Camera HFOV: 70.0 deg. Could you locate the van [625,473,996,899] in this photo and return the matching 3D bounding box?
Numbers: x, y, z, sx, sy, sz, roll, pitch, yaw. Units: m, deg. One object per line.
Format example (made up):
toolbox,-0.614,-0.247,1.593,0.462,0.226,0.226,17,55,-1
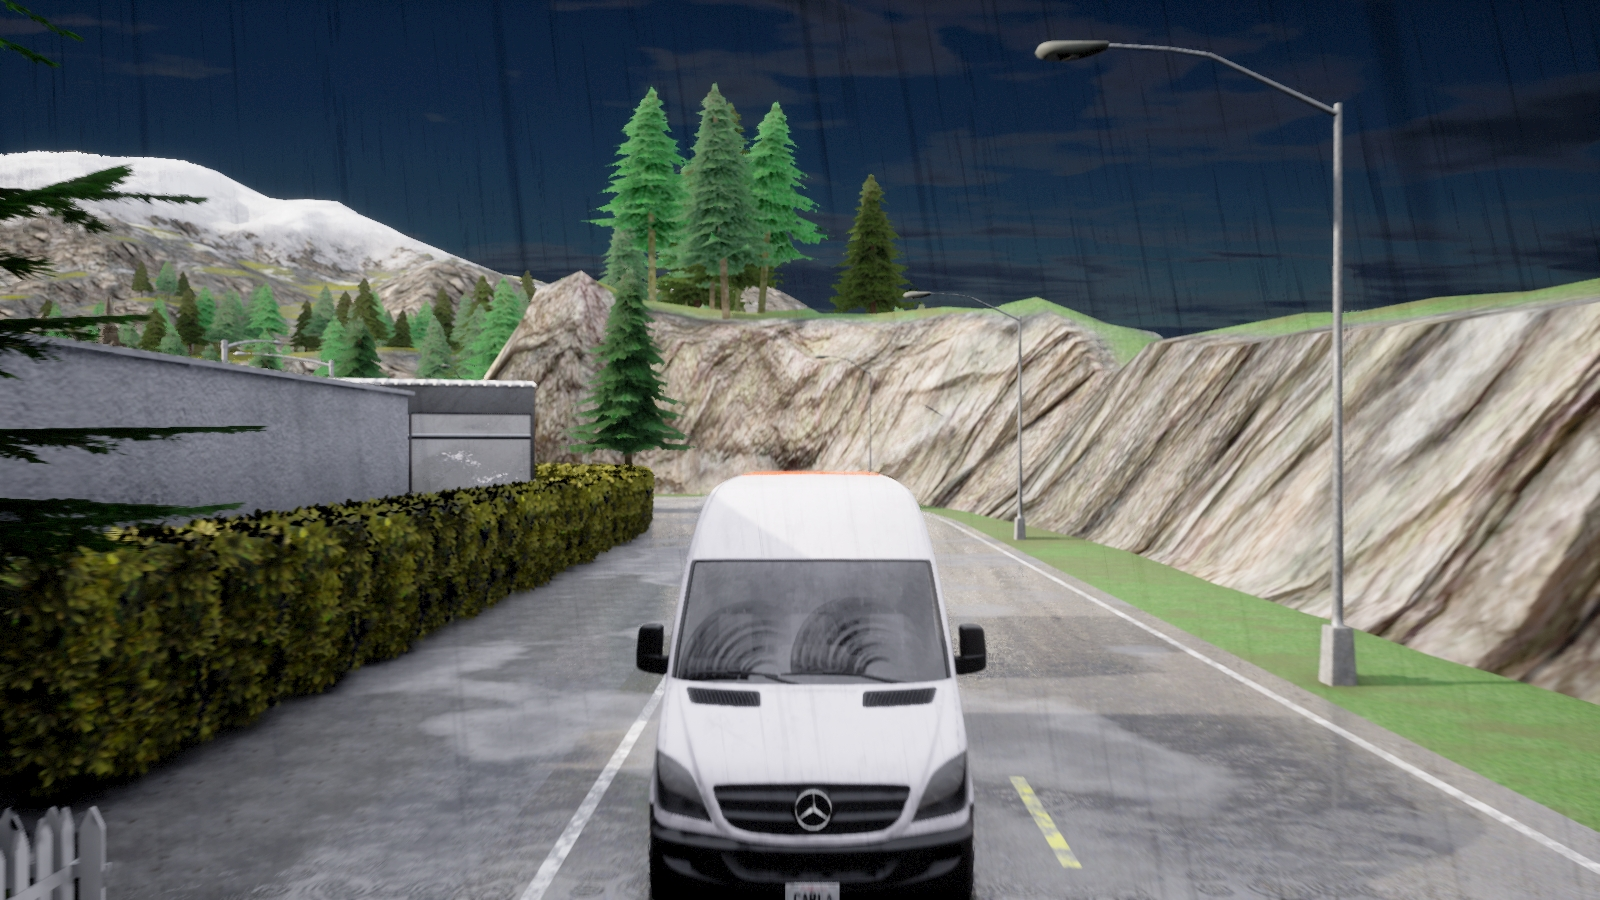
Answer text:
van,0.079,1.523,9.079,1.988,2.561,5.915,0,0,0
